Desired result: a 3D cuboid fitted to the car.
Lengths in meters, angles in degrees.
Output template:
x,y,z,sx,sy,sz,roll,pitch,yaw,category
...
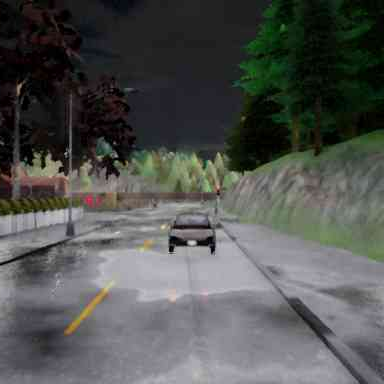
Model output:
x,y,z,sx,sy,sz,roll,pitch,yaw,category
0.010,1.629,14.299,2.128,1.511,4.902,0,0,0,car
